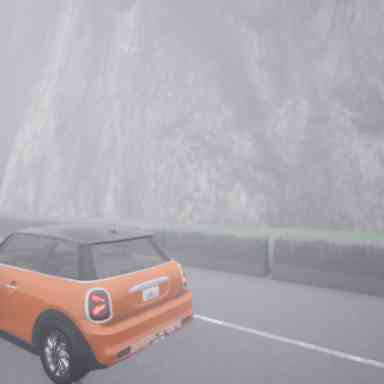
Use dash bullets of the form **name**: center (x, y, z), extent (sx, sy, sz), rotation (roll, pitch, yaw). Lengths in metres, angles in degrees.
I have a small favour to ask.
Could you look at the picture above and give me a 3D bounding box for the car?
- **car**: center (-2.264, 1.329, 5.574), extent (4.553, 1.767, 2.097), rotation (0, 0, 36)
